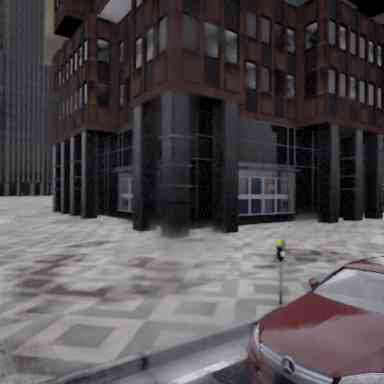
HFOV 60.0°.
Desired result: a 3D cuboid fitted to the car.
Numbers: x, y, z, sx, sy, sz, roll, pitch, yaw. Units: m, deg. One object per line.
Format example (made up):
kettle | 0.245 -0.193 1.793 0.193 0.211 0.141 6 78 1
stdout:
car | 2.601 1.585 4.361 4.206 1.307 1.802 0 0 -35
